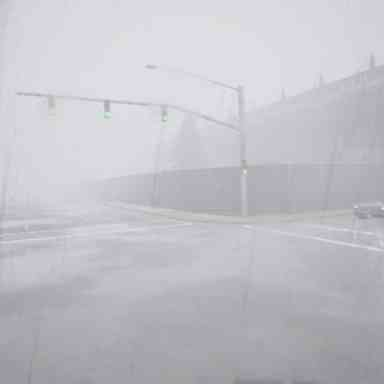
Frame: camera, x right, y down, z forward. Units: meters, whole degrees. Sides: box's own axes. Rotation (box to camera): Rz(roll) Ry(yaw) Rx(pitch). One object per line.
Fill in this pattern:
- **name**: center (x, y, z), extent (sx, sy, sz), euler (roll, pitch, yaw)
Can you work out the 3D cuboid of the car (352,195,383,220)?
- **car**: center (10.579, 0.752, 17.263), extent (4.718, 1.301, 1.895), euler (-3, 2, -27)
